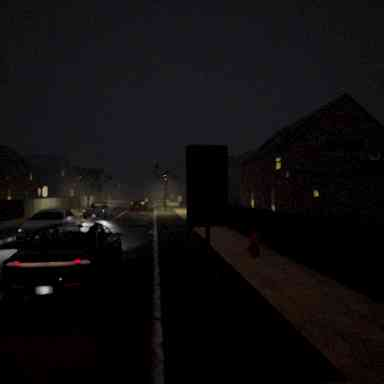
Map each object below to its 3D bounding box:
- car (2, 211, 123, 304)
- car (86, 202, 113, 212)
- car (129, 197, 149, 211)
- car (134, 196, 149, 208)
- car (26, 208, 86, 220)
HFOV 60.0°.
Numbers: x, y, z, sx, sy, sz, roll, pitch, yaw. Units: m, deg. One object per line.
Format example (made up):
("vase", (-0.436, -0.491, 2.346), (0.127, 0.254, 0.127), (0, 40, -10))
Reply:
("car", (-2.826, 1.476, 8.159), (2.128, 1.511, 4.902), (0, 0, -6))
("car", (-7.934, 1.562, 28.264), (1.895, 1.301, 4.718), (0, 0, -6))
("car", (-6.217, 1.425, 38.911), (2.128, 1.511, 4.902), (0, 0, -5))
("car", (-7.379, 1.445, 48.916), (1.837, 1.490, 4.892), (0, 0, -6))
("car", (-6.523, 1.511, 15.585), (1.812, 1.442, 4.674), (0, 0, -6))
